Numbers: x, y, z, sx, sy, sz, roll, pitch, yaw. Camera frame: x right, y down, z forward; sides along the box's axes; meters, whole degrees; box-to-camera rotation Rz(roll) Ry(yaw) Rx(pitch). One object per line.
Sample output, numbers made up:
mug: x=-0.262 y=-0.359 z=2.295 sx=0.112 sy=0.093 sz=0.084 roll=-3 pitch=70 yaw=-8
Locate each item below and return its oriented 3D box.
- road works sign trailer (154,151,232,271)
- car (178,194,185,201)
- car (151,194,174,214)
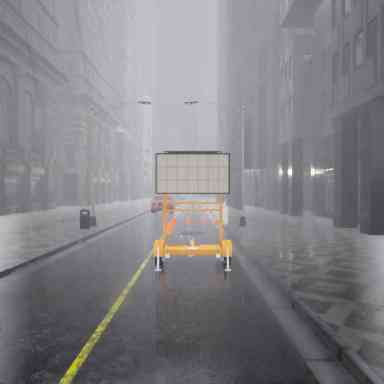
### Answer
road works sign trailer: x=0.024 y=0.467 z=10.883 sx=2.380 sy=3.560 sz=2.880 roll=0 pitch=0 yaw=0
car: x=-2.907 y=1.617 z=90.271 sx=2.033 sy=1.411 sz=5.357 roll=0 pitch=0 yaw=0
car: x=-3.065 y=1.253 z=35.572 sx=2.150 sy=2.045 sz=5.566 roll=0 pitch=0 yaw=0
